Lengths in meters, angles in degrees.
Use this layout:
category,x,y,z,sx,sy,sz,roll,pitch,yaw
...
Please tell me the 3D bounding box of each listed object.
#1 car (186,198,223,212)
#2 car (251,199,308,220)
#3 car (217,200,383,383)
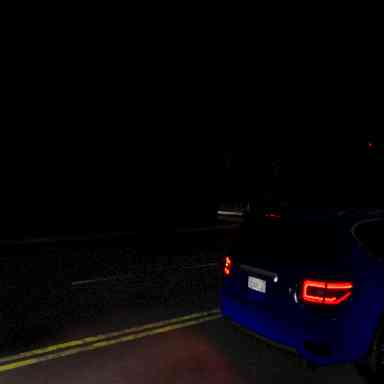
category,x,y,z,sx,sy,sz,roll,pitch,yaw
car,1.441,1.487,39.909,2.128,1.511,4.902,0,1,-31
car,7.644,1.478,29.522,1.882,1.535,5.008,0,0,-31
car,3.043,1.221,5.526,5.566,2.045,2.150,0,0,-33
